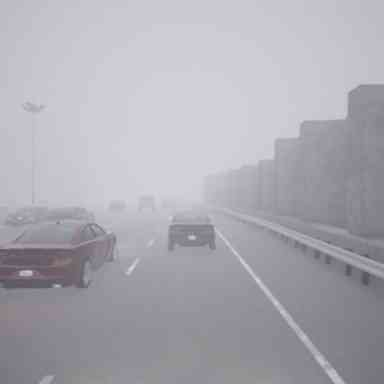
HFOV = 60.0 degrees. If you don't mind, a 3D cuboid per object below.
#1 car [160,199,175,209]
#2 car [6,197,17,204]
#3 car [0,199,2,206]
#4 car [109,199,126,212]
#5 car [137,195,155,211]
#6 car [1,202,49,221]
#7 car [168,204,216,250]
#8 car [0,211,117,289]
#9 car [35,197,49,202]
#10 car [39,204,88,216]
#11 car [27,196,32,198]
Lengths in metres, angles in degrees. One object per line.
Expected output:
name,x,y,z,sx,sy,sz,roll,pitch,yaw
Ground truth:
car,-3.641,1.725,49.267,2.128,1.511,4.902,0,0,-11
car,-39.926,1.944,73.701,2.128,1.511,4.902,0,0,-21
car,-27.616,1.487,44.853,2.150,2.045,5.566,0,1,-12
car,-9.544,1.697,42.741,1.882,1.535,5.008,0,0,-10
car,-6.211,1.442,44.781,2.150,2.045,5.566,0,0,-11
car,-10.818,1.682,23.101,2.033,1.411,5.357,0,0,-4
car,-0.049,1.545,14.827,1.882,1.535,5.008,0,0,-1
car,-3.451,1.530,9.354,1.882,1.535,5.008,0,0,-1
car,-30.509,1.909,68.367,2.128,1.511,4.902,0,0,-18
car,-7.213,1.617,20.186,1.837,1.490,4.892,0,0,-3
car,-40.750,1.720,84.440,1.812,1.442,4.674,0,0,-25
